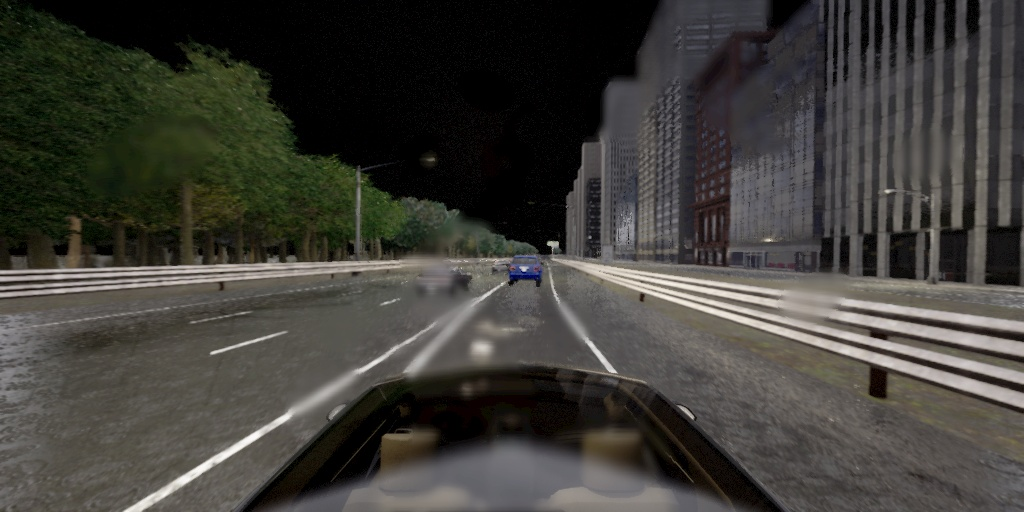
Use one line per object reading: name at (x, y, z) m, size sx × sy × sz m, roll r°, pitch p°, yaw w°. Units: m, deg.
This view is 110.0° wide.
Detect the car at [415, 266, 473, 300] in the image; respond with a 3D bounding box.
car at (-3.206, 1.226, 17.806) m, size 2.128 × 1.511 × 4.902 m, roll 1°, pitch 0°, yaw 6°

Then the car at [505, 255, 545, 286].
car at (1.085, 1.003, 26.051) m, size 2.150 × 2.045 × 5.566 m, roll 0°, pitch 0°, yaw 6°

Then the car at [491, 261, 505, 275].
car at (-1.084, 1.263, 39.390) m, size 2.128 × 1.511 × 4.902 m, roll 1°, pitch 0°, yaw 6°
